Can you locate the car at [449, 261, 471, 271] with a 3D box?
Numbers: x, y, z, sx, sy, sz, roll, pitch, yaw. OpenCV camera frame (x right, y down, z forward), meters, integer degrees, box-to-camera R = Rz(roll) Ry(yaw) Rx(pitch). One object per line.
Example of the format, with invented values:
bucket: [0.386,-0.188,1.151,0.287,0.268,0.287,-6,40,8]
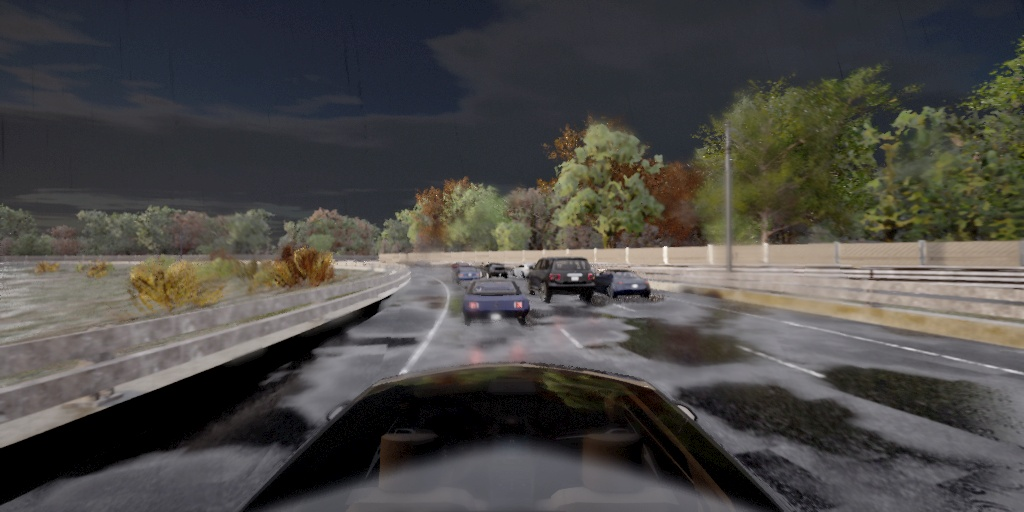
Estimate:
car: [-8.426,1.590,57.763,1.994,1.385,4.181,0,0,-31]

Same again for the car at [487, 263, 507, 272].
car: [-1.797,1.442,34.241,1.837,1.490,4.892,0,0,-18]

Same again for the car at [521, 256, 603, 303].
car: [2.174,1.051,17.486,2.150,2.045,5.566,0,0,-9]

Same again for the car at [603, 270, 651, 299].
car: [5.434,1.391,18.789,1.994,1.385,4.181,0,0,-9]

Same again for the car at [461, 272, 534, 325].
car: [-0.655,1.411,12.138,1.895,1.301,4.718,0,0,-6]

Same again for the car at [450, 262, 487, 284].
car: [-3.750,1.459,28.747,2.033,1.411,5.357,0,0,-15]

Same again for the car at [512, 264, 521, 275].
car: [1.475,1.457,35.440,1.812,1.442,4.674,0,0,-18]
